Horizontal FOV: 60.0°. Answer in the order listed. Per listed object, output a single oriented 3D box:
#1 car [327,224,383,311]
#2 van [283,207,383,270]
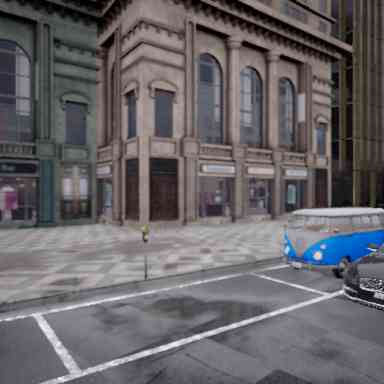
[{"bbox_3d":[5.177,1.528,7.050,4.892,1.490,1.837,0,0,-35],"label":"car"},{"bbox_3d":[4.423,1.366,9.824,3.998,1.788,1.690,0,0,-36],"label":"van"}]
